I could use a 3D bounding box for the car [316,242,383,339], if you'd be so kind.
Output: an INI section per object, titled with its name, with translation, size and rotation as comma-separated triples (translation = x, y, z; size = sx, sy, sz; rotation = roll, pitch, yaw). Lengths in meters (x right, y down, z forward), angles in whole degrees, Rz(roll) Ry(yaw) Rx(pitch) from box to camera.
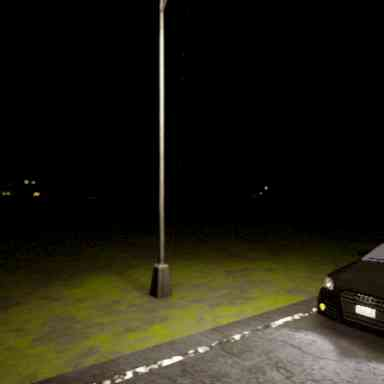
[car]
translation = 4.157, 1.558, 5.996
size = 4.181, 1.385, 1.994
rotation = 0, 0, -35
